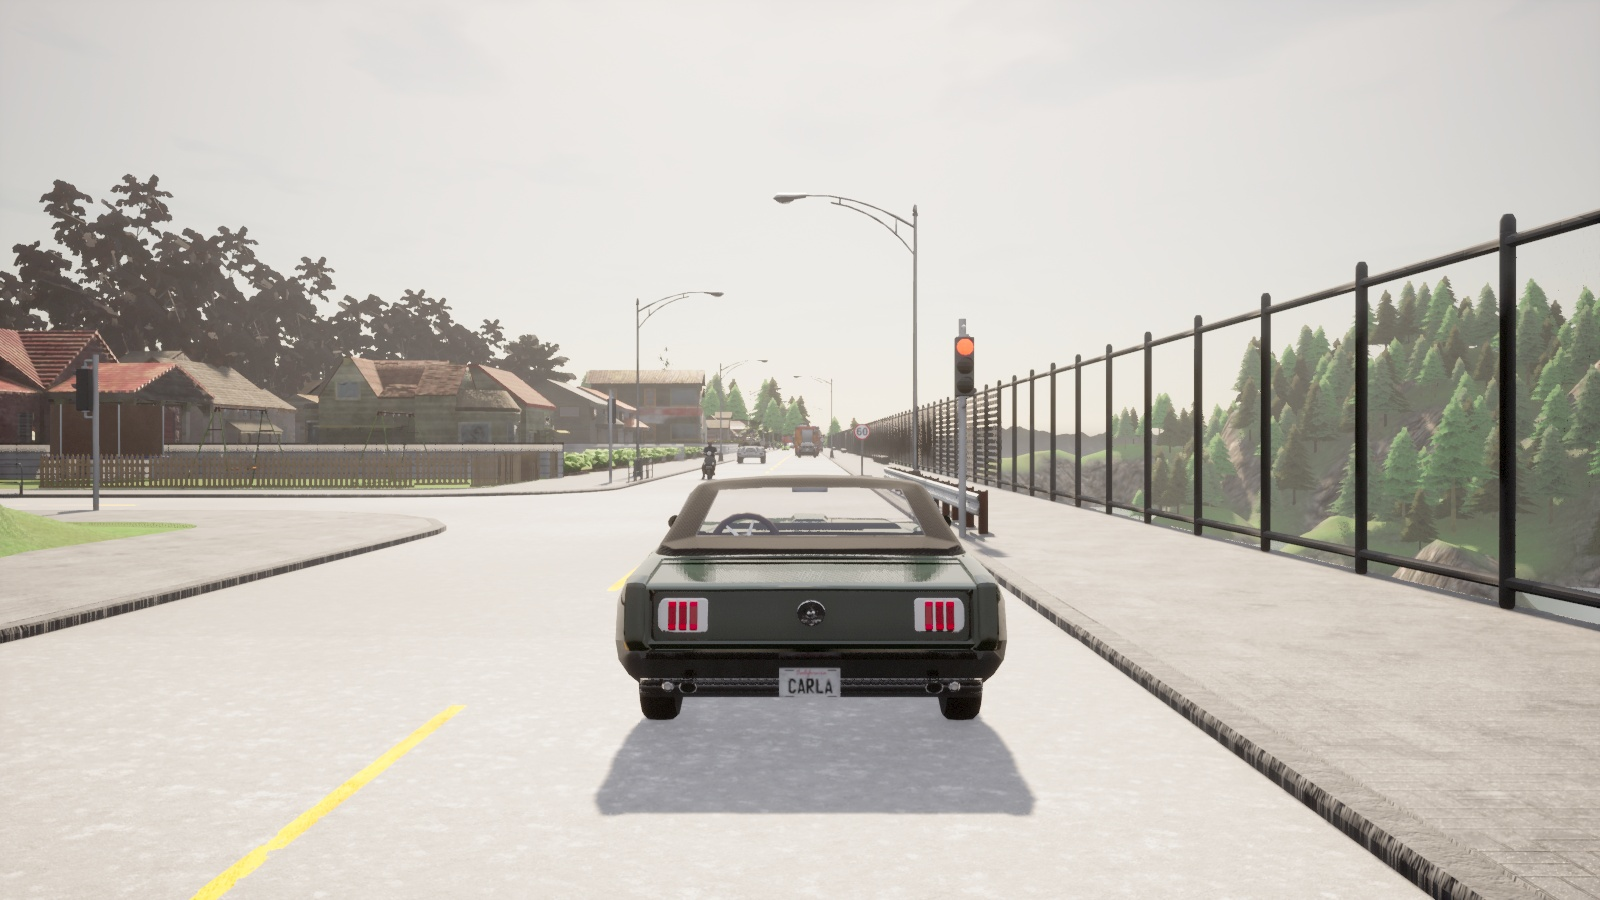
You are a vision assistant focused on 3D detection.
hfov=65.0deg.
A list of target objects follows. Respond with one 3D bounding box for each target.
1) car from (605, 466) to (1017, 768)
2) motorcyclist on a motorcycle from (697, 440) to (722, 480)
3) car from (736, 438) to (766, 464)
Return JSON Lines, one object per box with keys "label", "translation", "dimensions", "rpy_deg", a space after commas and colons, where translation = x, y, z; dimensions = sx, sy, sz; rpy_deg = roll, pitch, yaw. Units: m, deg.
{"label": "car", "translation": [0.062, 0.801, 8.138], "dimensions": [1.895, 1.301, 4.718], "rpy_deg": [0, 0, 0]}
{"label": "motorcyclist on a motorcycle", "translation": [-3.688, 0.407, 51.439], "dimensions": [0.866, 1.590, 1.817], "rpy_deg": [0, 0, 0]}
{"label": "car", "translation": [-3.468, 0.052, 90.062], "dimensions": [1.932, 1.855, 4.605], "rpy_deg": [0, 0, 0]}
